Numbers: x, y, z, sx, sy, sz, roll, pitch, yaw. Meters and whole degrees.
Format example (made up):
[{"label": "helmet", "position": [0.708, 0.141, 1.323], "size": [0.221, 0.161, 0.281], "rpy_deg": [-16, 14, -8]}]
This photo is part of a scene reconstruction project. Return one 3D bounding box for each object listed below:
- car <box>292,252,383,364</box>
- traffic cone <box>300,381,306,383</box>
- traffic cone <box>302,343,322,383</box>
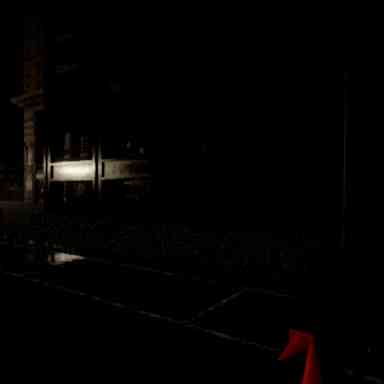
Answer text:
[{"label": "car", "position": [3.928, 1.319, 4.173], "size": [5.009, 1.841, 2.192], "rpy_deg": [0, 0, 35]}, {"label": "traffic cone", "position": [0.737, 1.952, 2.830], "size": [0.340, 0.580, 0.340], "rpy_deg": [0, 0, 35]}, {"label": "traffic cone", "position": [1.315, 1.952, 3.646], "size": [0.340, 0.580, 0.340], "rpy_deg": [0, 0, 35]}]
